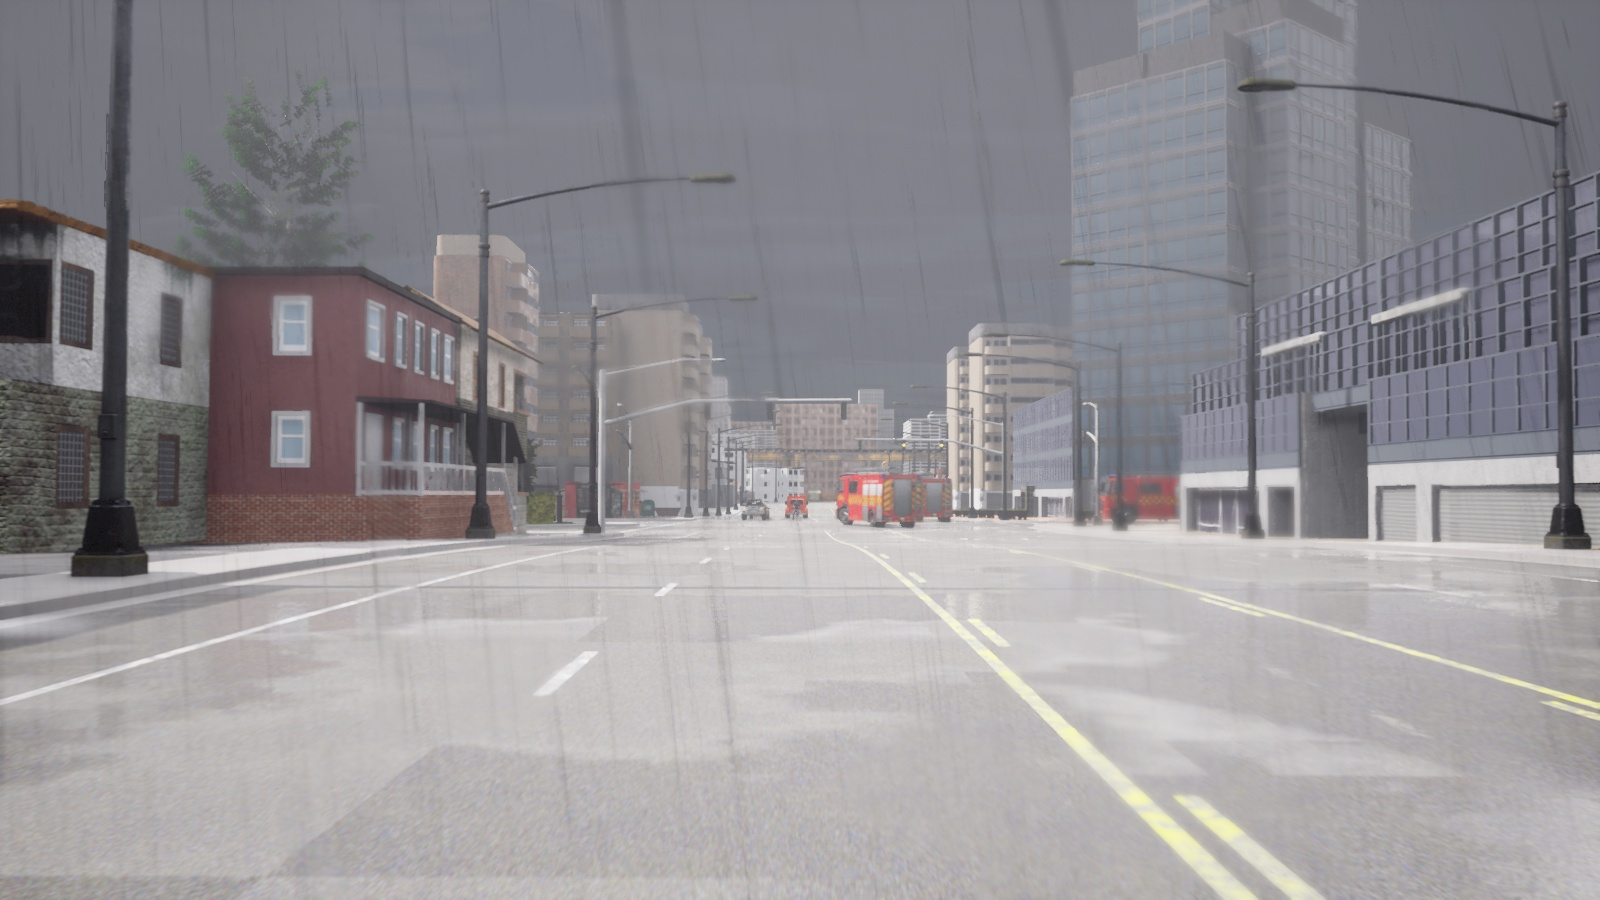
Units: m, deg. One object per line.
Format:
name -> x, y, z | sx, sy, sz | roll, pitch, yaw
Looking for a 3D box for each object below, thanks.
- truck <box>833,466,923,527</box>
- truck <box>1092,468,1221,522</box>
truck -> 4.989, 3.063, 82.611 | 2.891, 3.827, 8.468 | 1, -2, -19
truck -> 25.781, 3.271, 91.125 | 8.468, 3.827, 2.891 | 0, -2, 0
